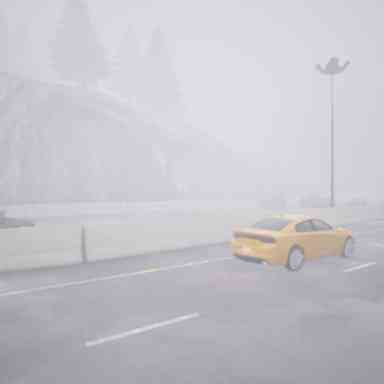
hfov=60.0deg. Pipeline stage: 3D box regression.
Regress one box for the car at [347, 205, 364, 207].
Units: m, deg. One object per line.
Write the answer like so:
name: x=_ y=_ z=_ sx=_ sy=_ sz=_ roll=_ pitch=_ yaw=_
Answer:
car: x=22.051 y=1.533 z=44.025 sx=1.812 sy=1.442 sz=4.674 roll=0 pitch=0 yaw=40

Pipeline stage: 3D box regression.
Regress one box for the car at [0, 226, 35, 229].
car: x=-9.648 y=1.581 z=14.358 sx=5.357 sy=1.411 sz=2.033 roll=0 pitch=0 yaw=-36

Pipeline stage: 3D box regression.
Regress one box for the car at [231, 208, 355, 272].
car: x=3.477 y=1.484 z=10.965 sx=5.008 sy=1.535 sz=1.882 roll=0 pitch=0 yaw=-38
